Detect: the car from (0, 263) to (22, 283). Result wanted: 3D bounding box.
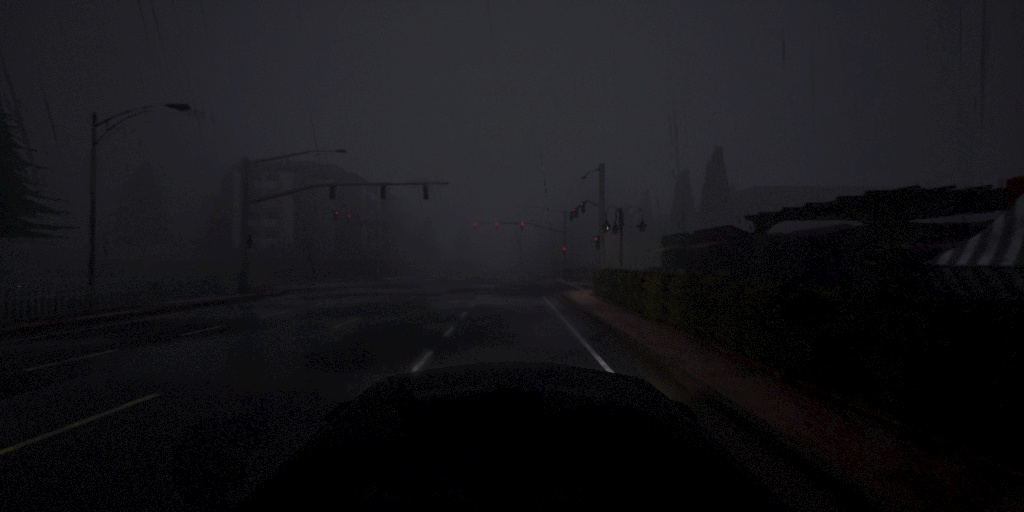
[{"bbox_3d":[-46.739,1.363,31.450,5.566,2.045,2.150,0,-1,2],"label":"car"}]
